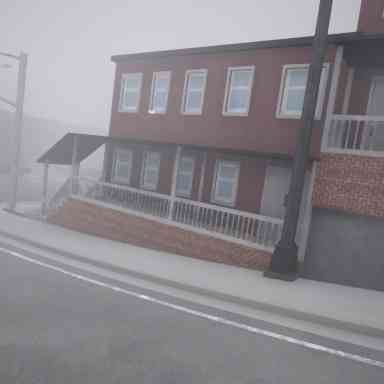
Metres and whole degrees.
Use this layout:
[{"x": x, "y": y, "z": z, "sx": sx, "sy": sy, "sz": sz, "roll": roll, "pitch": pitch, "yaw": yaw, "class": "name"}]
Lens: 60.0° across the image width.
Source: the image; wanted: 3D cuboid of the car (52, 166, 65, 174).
[{"x": -15.467, "y": -2.949, "z": 43.066, "sx": 1.895, "sy": 1.301, "sz": 4.718, "roll": 11, "pitch": 7, "yaw": 35, "class": "car"}]

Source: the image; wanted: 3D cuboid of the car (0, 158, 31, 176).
[{"x": -18.594, "y": -2.391, "z": 32.806, "sx": 1.895, "sy": 1.301, "sz": 4.718, "roll": 11, "pitch": 6, "yaw": 34, "class": "car"}]

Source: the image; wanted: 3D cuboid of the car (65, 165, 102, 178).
[{"x": -12.676, "y": -2.385, "z": 41.030, "sx": 1.895, "sy": 1.301, "sz": 4.718, "roll": 11, "pitch": 7, "yaw": 35, "class": "car"}]
